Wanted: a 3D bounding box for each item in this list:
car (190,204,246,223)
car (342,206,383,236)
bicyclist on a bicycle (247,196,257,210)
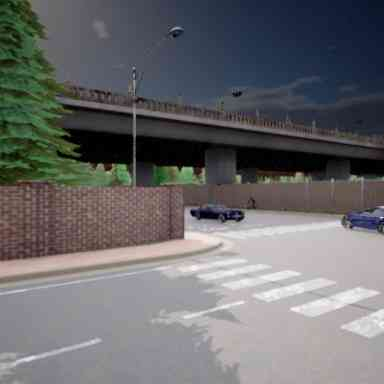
[{"bbox_3d":[1.910,1.610,25.477,1.895,1.301,4.718,0,0,-35],"label":"car"},{"bbox_3d":[10.260,1.497,18.209,1.812,1.442,4.674,0,0,-11],"label":"car"},{"bbox_3d":[6.765,1.279,37.606,1.656,1.620,0.582,-1,0,-35],"label":"bicyclist on a bicycle"}]
